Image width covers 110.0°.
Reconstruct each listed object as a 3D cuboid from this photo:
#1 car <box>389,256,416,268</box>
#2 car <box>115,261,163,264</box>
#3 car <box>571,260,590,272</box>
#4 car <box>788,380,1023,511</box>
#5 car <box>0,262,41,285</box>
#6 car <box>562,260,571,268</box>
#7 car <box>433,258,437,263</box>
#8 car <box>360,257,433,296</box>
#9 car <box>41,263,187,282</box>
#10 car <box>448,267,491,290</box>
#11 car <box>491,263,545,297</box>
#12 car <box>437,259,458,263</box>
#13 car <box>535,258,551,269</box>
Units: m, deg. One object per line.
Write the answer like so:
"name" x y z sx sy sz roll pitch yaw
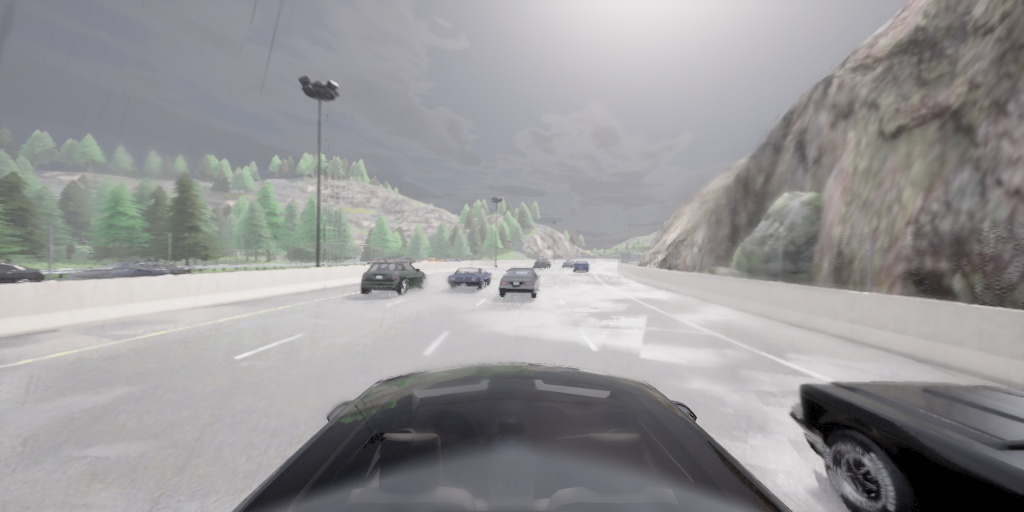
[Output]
"car" -17.329 0.923 56.978 2.097 1.767 4.553 1 0 15
"car" -20.343 1.019 19.233 2.128 1.511 4.902 1 0 5
"car" 9.791 1.349 49.973 1.882 1.535 5.008 0 0 16
"car" 3.575 1.391 1.250 1.895 1.301 4.718 1 0 0
"car" -24.112 0.988 15.618 1.837 1.490 4.892 1 0 4
"car" 10.449 1.429 64.584 2.033 1.411 5.357 1 0 21
"car" -13.190 1.093 58.831 1.882 1.535 5.008 1 0 16
"car" -6.144 1.037 19.217 2.097 1.767 4.553 1 0 5
"car" -17.094 1.163 16.221 1.895 1.301 4.718 1 0 4
"car" -2.470 1.328 22.324 1.895 1.301 4.718 1 0 6
"car" 0.505 1.307 18.948 2.033 1.411 5.357 1 0 7
"car" -9.824 1.179 57.866 1.812 1.442 4.674 1 0 16
"car" 5.071 1.172 58.586 2.097 1.767 4.553 1 0 18
